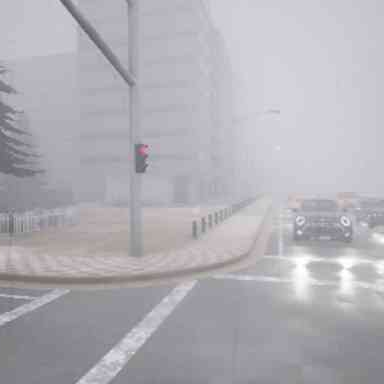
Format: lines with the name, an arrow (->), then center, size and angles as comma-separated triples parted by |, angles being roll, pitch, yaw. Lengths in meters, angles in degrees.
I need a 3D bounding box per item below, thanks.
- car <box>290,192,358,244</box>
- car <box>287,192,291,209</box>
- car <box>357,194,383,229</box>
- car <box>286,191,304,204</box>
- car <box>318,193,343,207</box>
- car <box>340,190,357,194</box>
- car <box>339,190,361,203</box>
car -> 5.392, 1.036, 14.177 | 2.097, 1.767, 4.553 | 0, 1, 17
car -> 7.807, 0.979, 23.025 | 1.882, 1.535, 5.008 | 0, 1, 15
car -> 10.054, 1.060, 17.850 | 2.128, 1.511, 4.902 | 0, 1, 15
car -> 13.009, 0.668, 42.353 | 1.994, 1.385, 4.181 | 0, 1, 15
car -> 15.047, 0.788, 36.385 | 1.895, 1.301, 4.718 | 0, 1, 15
car -> 12.379, 0.741, 26.583 | 2.097, 1.767, 4.553 | 0, 1, 15
car -> 20.534, 0.528, 43.418 | 1.812, 1.442, 4.674 | 0, 1, 15
